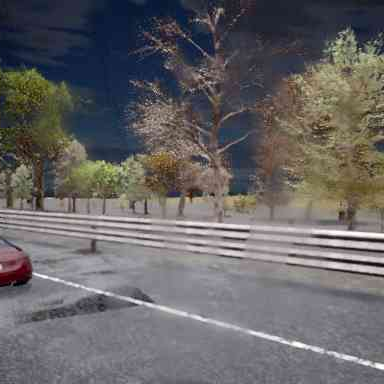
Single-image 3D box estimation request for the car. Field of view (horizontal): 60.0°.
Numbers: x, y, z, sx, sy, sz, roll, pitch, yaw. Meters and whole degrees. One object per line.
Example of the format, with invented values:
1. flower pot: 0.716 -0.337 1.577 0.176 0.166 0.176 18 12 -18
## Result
1. car: -5.802 1.588 8.229 4.181 1.385 1.994 0 0 36
